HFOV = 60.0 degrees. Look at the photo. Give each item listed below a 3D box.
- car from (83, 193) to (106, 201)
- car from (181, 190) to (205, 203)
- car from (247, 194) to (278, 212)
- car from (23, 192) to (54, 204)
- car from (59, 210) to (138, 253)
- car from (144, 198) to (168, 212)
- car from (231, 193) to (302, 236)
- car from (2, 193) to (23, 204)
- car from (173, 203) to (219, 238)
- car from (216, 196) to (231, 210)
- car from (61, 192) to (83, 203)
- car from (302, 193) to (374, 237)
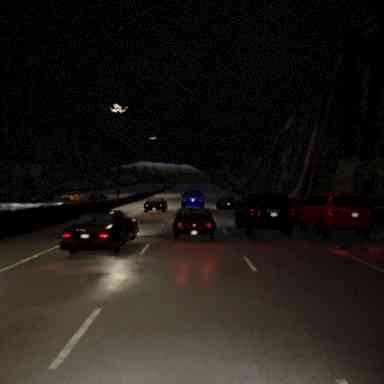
[{"bbox_3d":[-14.097,0.790,49.336,1.994,1.385,4.181,0,1,0],"label":"car"},{"bbox_3d":[0.083,0.798,33.171,2.150,2.045,5.566,0,1,0],"label":"car"},{"bbox_3d":[7.082,1.054,33.913,2.128,1.511,4.902,0,1,0],"label":"car"},{"bbox_3d":[-21.105,0.777,46.826,2.128,1.511,4.902,0,1,0],"label":"car"},{"bbox_3d":[-3.406,1.428,13.084,2.033,1.411,5.357,0,1,0],"label":"car"},{"bbox_3d":[-3.417,1.195,32.210,1.895,1.301,4.718,0,1,0],"label":"car"},{"bbox_3d":[3.591,1.051,17.261,2.150,2.045,5.566,0,1,0],"label":"car"},{"bbox_3d":[-24.603,0.811,46.832,1.812,1.442,4.674,0,1,0],"label":"car"},{"bbox_3d":[0.092,1.438,16.635,1.895,1.301,4.718,0,1,0],"label":"car"},{"bbox_3d":[3.582,1.114,34.562,1.994,1.385,4.181,0,1,0],"label":"car"},{"bbox_3d":[-17.595,0.707,49.156,1.882,1.535,5.008,0,1,0],"label":"car"},{"bbox_3d":[7.092,1.052,17.155,2.150,2.045,5.566,0,1,0],"label":"car"}]
